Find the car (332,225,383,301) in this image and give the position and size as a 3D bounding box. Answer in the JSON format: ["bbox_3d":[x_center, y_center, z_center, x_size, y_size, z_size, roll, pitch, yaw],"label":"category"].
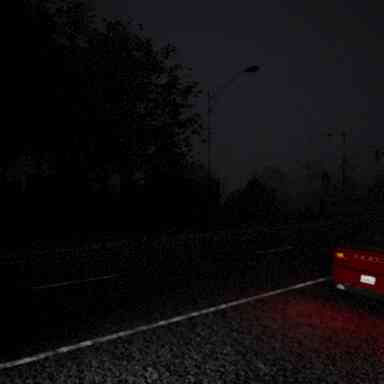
[{"bbox_3d":[5.197,1.422,7.453,5.008,1.535,1.882,0,0,-35],"label":"car"}]
